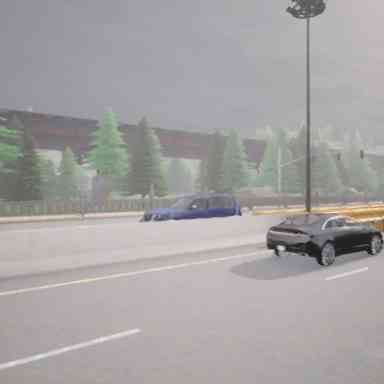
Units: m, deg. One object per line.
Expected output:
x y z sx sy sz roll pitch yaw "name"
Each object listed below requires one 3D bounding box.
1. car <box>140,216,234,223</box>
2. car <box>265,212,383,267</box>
0.137 1.180 16.860 5.566 2.045 2.150 0 0 -35 "car"
4.635 1.454 11.343 4.902 1.511 2.128 0 0 -35 "car"
